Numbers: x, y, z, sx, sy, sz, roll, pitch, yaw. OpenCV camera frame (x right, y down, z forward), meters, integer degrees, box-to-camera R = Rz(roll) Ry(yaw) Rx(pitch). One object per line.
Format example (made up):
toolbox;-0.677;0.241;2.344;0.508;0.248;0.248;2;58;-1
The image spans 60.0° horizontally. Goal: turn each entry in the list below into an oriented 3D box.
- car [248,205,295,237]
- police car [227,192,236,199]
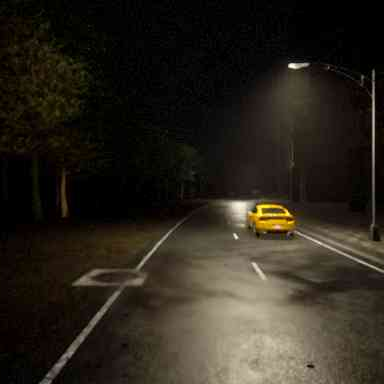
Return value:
car;4.174;1.463;18.146;1.882;1.535;5.008;0;0;3
police car;10.318;0.930;87.252;1.930;1.638;5.238;0;1;15
